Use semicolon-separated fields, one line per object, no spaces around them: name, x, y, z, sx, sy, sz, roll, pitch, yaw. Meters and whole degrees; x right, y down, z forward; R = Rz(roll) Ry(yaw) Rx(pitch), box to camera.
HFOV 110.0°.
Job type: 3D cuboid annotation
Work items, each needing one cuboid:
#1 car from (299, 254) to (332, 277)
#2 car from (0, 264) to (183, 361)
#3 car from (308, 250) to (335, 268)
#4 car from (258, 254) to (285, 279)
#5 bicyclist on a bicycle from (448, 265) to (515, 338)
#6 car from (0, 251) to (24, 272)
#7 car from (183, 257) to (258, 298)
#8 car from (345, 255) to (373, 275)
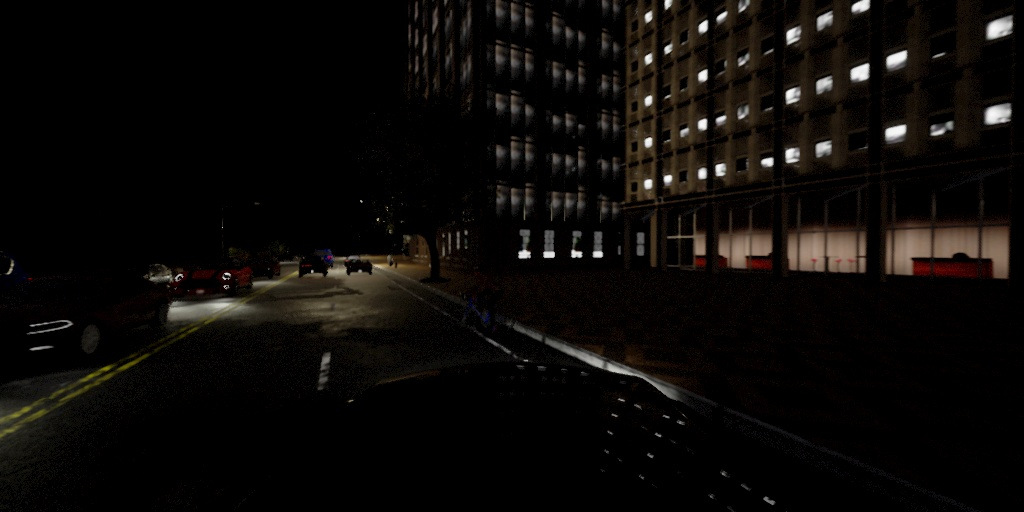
car;-15.424;0.812;28.049;1.837;1.490;4.892;-1;1;-25
car;-9.543;1.132;7.877;1.882;1.535;5.008;-1;1;-26
car;-21.573;0.306;40.936;2.150;2.045;5.566;-1;1;-25
car;-18.213;0.821;26.134;1.882;1.535;5.008;-1;1;-25
bicyclist on a bicycle;-0.672;1.043;8.277;1.656;1.620;0.582;0;1;-26
car;-12.788;0.894;7.121;2.150;2.045;5.566;-1;1;-25
car;-13.799;0.855;16.801;2.097;1.767;4.553;-1;1;-25
car;-12.835;0.866;30.102;1.895;1.301;4.718;-1;1;-25
